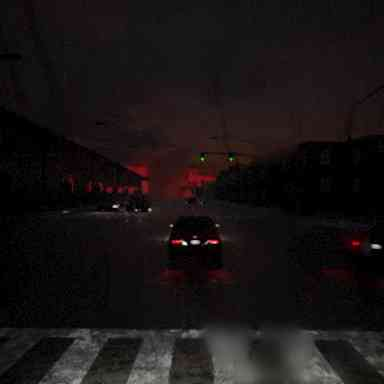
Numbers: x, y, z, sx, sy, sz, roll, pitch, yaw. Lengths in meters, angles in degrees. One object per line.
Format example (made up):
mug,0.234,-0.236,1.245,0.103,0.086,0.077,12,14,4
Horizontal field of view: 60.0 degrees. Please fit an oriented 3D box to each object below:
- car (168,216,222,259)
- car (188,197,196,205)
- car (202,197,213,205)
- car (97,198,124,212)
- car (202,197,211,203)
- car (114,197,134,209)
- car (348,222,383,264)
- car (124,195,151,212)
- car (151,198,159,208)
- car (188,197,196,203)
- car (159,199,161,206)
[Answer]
car,0.098,1.621,12.826,2.033,1.411,5.357,0,0,0
car,-0.006,1.940,70.087,2.033,1.411,5.357,0,0,0
car,3.493,1.956,70.690,1.994,1.385,4.181,0,0,0
car,-10.589,1.790,42.525,2.033,1.411,5.357,0,0,0
car,3.492,1.984,80.631,1.812,1.442,4.674,0,0,0
car,-10.531,1.648,51.920,2.097,1.767,4.553,0,0,0
car,7.257,1.611,10.987,5.357,1.411,2.033,0,-1,-37
car,-7.092,1.469,43.401,2.150,2.045,5.566,0,0,0
car,-7.016,1.854,53.641,2.033,1.411,5.357,0,0,0
car,-0.008,1.960,80.639,1.837,1.490,4.892,0,0,0
car,-7.006,1.869,63.904,1.837,1.490,4.892,0,0,0
